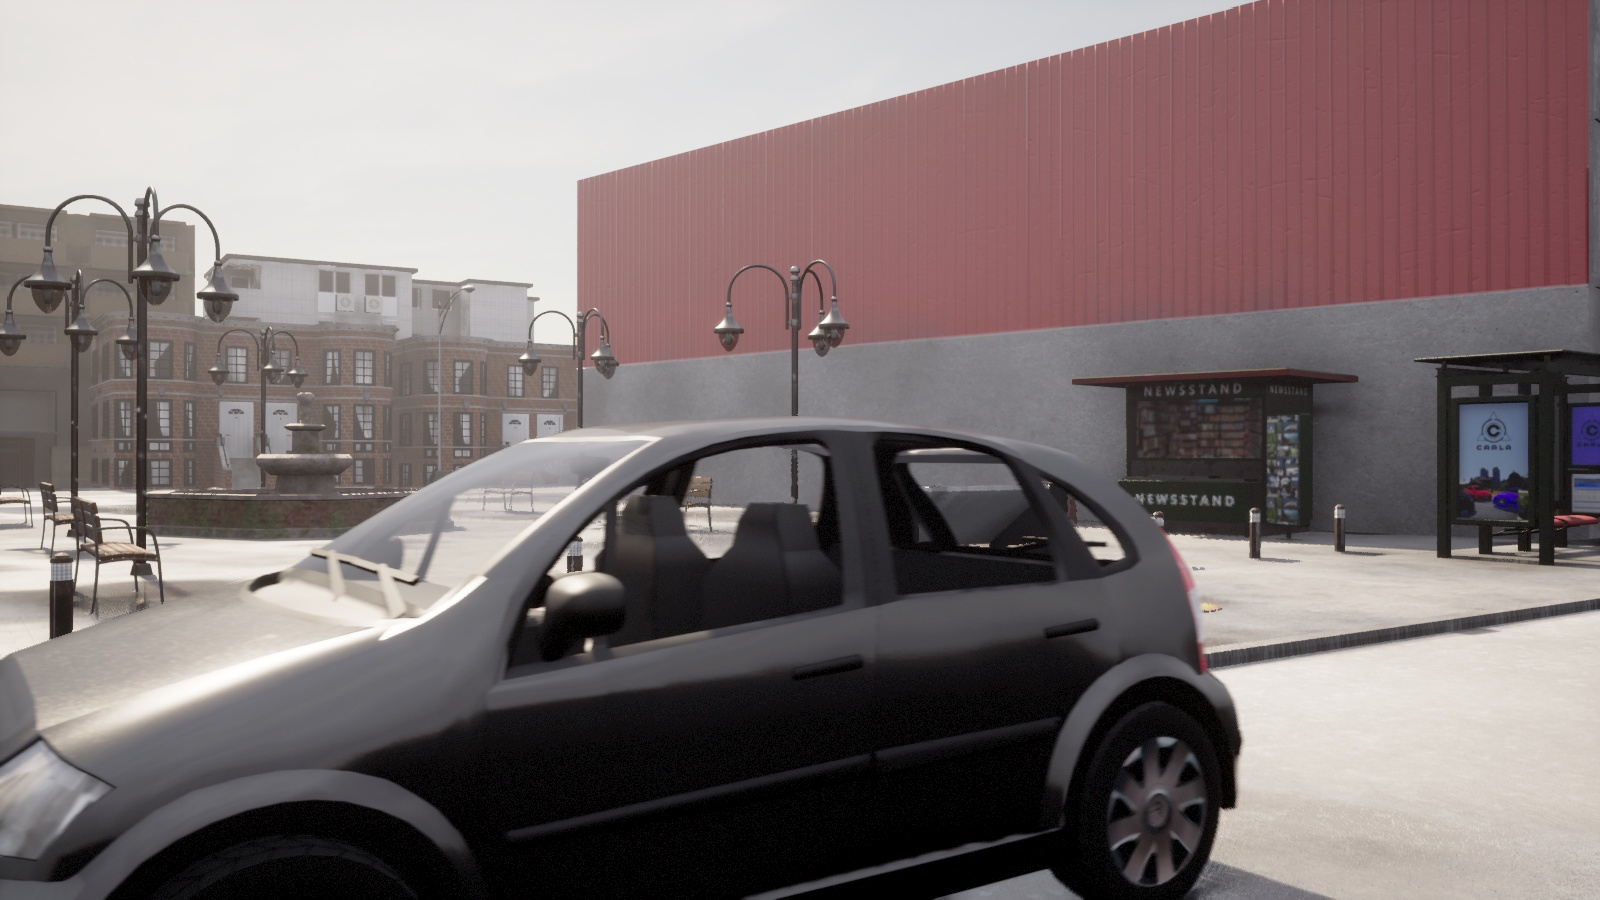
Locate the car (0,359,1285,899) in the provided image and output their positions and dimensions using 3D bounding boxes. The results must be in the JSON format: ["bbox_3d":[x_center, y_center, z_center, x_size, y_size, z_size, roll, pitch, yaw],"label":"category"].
[{"bbox_3d":[-0.505,0.654,3.919,3.988,1.617,1.851,0,0,-35],"label":"car"}]
